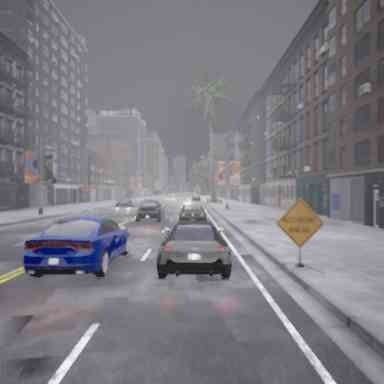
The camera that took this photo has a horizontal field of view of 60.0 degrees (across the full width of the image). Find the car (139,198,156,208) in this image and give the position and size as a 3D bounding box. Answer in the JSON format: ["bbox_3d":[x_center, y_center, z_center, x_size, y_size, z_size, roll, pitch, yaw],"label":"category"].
[{"bbox_3d":[-6.573,1.605,49.785,1.895,1.301,4.718,0,0,0],"label":"car"}]

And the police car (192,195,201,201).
[{"bbox_3d":[0.972,1.437,73.910,1.930,1.638,5.238,0,0,0],"label":"police car"}]

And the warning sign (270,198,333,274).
[{"bbox_3d":[2.850,1.107,8.799,1.300,1.860,1.060,0,0,0],"label":"warning sign"}]

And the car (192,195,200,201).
[{"bbox_3d":[0.972,1.470,83.991,1.801,1.575,5.366,0,0,0],"label":"car"}]

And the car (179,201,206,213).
[{"bbox_3d":[0.062,1.596,24.752,1.895,1.301,4.718,0,0,0],"label":"car"}]

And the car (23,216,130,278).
[{"bbox_3d":[-3.185,1.469,10.180,1.882,1.535,5.008,0,0,0],"label":"car"}]

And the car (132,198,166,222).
[{"bbox_3d":[-3.180,1.503,26.229,1.837,1.490,4.892,0,0,0],"label":"car"}]

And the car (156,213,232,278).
[{"bbox_3d":[0.065,1.553,10.083,1.994,1.385,4.181,0,0,0],"label":"car"}]

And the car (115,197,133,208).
[{"bbox_3d":[-9.829,1.508,48.568,1.837,1.490,4.892,0,0,0],"label":"car"}]

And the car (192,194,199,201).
[{"bbox_3d":[0.972,1.472,89.990,1.801,1.575,5.366,0,0,0],"label":"car"}]
